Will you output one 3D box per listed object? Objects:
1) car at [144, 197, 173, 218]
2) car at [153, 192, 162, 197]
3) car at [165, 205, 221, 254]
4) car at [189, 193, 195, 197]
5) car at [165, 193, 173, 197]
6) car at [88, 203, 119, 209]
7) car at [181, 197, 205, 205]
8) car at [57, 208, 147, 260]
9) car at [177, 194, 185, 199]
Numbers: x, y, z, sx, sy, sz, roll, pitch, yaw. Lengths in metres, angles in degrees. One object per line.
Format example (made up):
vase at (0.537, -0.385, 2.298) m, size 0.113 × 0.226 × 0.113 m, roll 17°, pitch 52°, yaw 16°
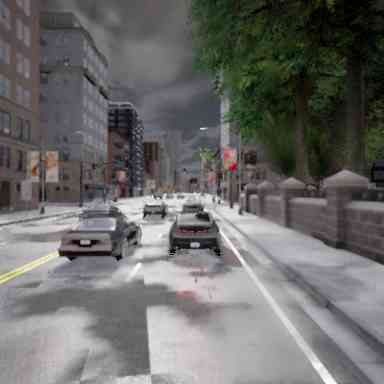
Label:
car at (-3.138, 1.444, 29.294) m, size 2.128 × 1.511 × 4.902 m, roll 0°, pitch 0°, yaw 0°
car at (-9.713, 1.031, 94.795) m, size 2.150 × 2.045 × 5.566 m, roll 0°, pitch 0°, yaw 0°
car at (0.104, 1.483, 13.305) m, size 1.837 × 1.490 × 4.892 m, roll 0°, pitch 0°, yaw 0°
car at (0.037, 1.233, 92.064) m, size 1.812 × 1.442 × 4.674 m, roll 0°, pitch 0°, yaw 0°
car at (-6.463, 1.156, 95.270) m, size 2.097 × 1.767 × 4.553 m, roll 0°, pitch 0°, yaw 0°
car at (-6.581, 1.508, 24.338) m, size 2.033 × 1.411 × 5.357 m, roll 0°, pitch 0°, yaw 0°
car at (0.111, 1.456, 29.327) m, size 1.837 × 1.490 × 4.892 m, roll 0°, pitch 0°, yaw 0°
car at (-3.146, 1.527, 12.337) m, size 2.033 × 1.411 × 5.357 m, roll 0°, pitch 0°, yaw 0°
car at (-3.213, 1.247, 92.482) m, size 1.812 × 1.442 × 4.674 m, roll 0°, pitch 0°, yaw 0°
